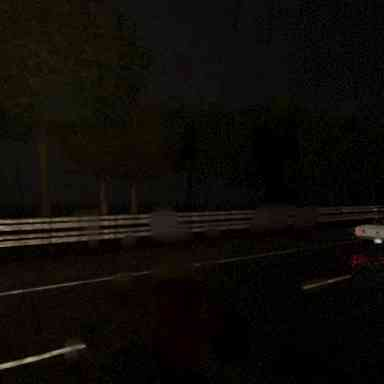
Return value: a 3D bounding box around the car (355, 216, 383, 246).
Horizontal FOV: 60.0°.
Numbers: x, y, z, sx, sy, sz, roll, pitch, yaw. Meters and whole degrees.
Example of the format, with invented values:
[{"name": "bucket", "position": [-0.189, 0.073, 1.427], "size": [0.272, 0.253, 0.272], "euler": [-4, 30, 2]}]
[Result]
[{"name": "car", "position": [9.319, 1.696, 14.702], "size": [4.718, 1.301, 1.895], "euler": [0, 0, -35]}]
